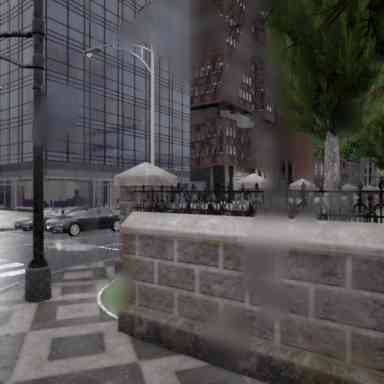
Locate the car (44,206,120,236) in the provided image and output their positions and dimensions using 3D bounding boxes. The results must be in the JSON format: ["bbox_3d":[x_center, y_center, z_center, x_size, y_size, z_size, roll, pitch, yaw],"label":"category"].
[{"bbox_3d":[-5.955,1.587,19.019,1.837,1.490,4.892,0,0,36],"label":"car"}]

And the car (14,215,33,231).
[{"bbox_3d":[-8.394,1.631,20.193,2.008,1.369,4.403,0,-1,36],"label":"car"}]
